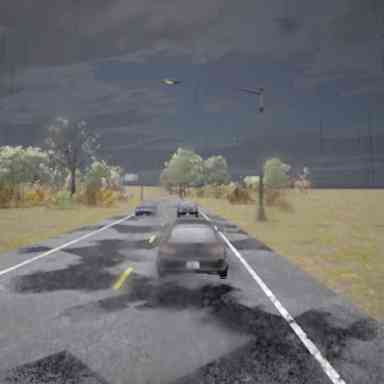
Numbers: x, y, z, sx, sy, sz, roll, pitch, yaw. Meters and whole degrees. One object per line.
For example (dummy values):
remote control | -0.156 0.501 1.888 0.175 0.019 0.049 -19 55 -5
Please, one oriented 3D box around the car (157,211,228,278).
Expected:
car | 0.003 1.536 10.043 1.812 1.442 4.674 0 0 -1

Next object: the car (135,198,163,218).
car | -4.148 1.578 31.207 2.033 1.411 5.357 0 0 -2

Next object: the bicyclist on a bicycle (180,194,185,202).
bicyclist on a bicycle | -2.154 1.485 77.127 0.866 1.612 1.509 0 0 -5

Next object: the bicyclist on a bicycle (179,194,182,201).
bicyclist on a bicycle | -2.904 1.415 86.121 0.659 1.776 1.843 0 0 -5

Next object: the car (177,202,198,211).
car | -0.449 1.630 31.082 1.895 1.301 4.718 0 0 -2

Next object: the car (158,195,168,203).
car | -6.212 1.395 71.701 2.097 1.767 4.553 0 0 -4
